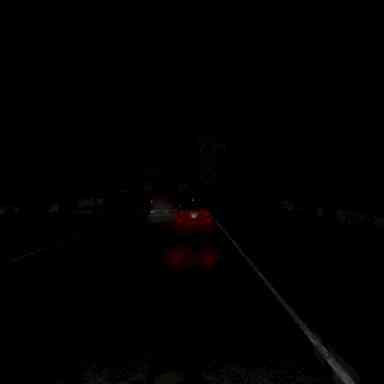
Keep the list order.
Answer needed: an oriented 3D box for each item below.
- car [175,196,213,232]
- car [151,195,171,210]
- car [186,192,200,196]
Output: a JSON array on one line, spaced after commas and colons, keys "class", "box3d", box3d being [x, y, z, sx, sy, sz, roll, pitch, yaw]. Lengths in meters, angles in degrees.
[{"class": "car", "box3d": [0.100, 1.293, 19.842, 2.097, 1.767, 4.553, 0, 0, 0]}, {"class": "car", "box3d": [-3.591, 1.208, 39.175, 2.097, 1.767, 4.553, 0, 0, 0]}, {"class": "car", "box3d": [0.099, 1.065, 41.901, 2.150, 2.045, 5.566, 0, 0, 0]}]
